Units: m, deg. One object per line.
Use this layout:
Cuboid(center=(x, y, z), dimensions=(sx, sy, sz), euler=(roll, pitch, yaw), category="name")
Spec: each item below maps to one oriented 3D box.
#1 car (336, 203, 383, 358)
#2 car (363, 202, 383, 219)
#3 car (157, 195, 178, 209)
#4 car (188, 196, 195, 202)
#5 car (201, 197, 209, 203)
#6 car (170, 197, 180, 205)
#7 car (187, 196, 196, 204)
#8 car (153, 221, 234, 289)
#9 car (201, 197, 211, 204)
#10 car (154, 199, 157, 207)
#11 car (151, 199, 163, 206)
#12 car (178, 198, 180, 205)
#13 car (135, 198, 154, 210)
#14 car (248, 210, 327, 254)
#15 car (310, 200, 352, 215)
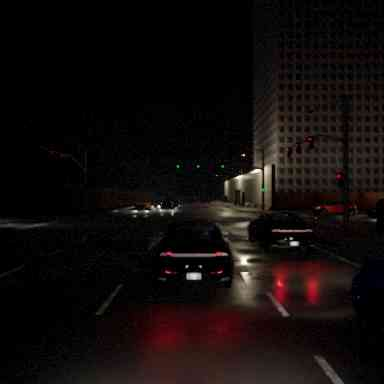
Cuboid(center=(3.597, 1.242, 2.924), dimensions=(2.150, 2.045, 5.566), euler=(0, 0, 0), category="car")
Cuboid(center=(19.373, 1.745, 31.873), dimensions=(5.008, 1.535, 1.882), euler=(0, 0, 0), category="car")
Cuboid(center=(-3.650, 1.691, 50.992), dimensions=(2.097, 1.767, 4.553), euler=(0, 0, 0), category="car")
Cuboid(center=(-0.112, 1.916, 88.627), dimensions=(1.837, 1.490, 4.892), euler=(0, 0, 0), category="car")
Cuboid(center=(3.388, 2.089, 88.725), dimensions=(1.837, 1.490, 4.892), euler=(0, 0, 0), category="car")
Cuboid(center=(-3.590, 1.948, 70.729), dimensions=(1.882, 1.535, 5.008), euler=(0, 0, 0), category="car")
Cuboid(center=(-0.099, 1.867, 78.374), dimensions=(2.097, 1.767, 4.553), euler=(0, 0, 0), category="car")
Cuboid(center=(0.052, 1.555, 9.358), dimensions=(2.128, 1.511, 4.902), euler=(0, 0, 0), category="car")
Cuboid(center=(3.401, 2.045, 78.420), dimensions=(1.812, 1.442, 4.674), euler=(0, 0, 0), category="car")
Cuboid(center=(-7.153, 1.864, 58.198), dimensions=(1.882, 1.535, 5.008), euler=(0, 0, 0), category="car")
Cuboid(center=(-7.087, 2.055, 68.360), dimensions=(1.895, 1.301, 4.718), euler=(0, 0, 0), category="car")
Cuboid(center=(-3.639, 1.624, 60.582), dimensions=(2.150, 2.045, 5.566), euler=(0, 0, 0), category="car")
Cuboid(center=(-7.153, 1.803, 48.877), dimensions=(1.882, 1.535, 5.008), euler=(0, 0, 0), category="car")
Cuboid(center=(3.567, 1.586, 13.978), dimensions=(2.128, 1.511, 4.902), euler=(0, 0, 0), category="car")
Cuboid(center=(14.988, 1.643, 35.360), dimensions=(4.553, 1.767, 2.097), euler=(0, 0, 0), category="car")
